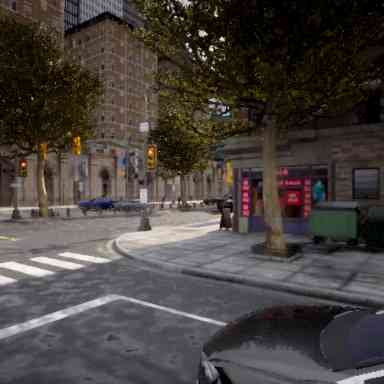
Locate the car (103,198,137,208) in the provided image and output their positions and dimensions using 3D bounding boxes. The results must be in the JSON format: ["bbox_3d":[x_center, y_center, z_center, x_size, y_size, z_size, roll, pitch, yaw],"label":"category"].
[{"bbox_3d":[-10.277,1.585,47.932,1.895,1.301,4.718,0,0,36],"label":"car"}]

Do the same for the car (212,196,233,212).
[{"bbox_3d":[4.724,1.477,37.549,1.882,1.535,5.008,0,0,36],"label":"car"}]

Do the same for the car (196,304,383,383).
[{"bbox_3d":[2.246,1.497,2.153,4.902,1.511,2.128,0,0,37],"label":"car"}]

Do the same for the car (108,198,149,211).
[{"bbox_3d":[-7.476,1.593,40.445,1.895,1.301,4.718,0,0,36],"label":"car"}]

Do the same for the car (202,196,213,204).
[{"bbox_3d":[4.007,1.539,62.251,2.033,1.411,5.357,0,0,36],"label":"car"}]

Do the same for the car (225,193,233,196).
[{"bbox_3d":[7.190,1.216,60.671,2.150,2.045,5.566,0,0,36],"label":"car"}]

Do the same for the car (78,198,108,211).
[{"bbox_3d":[-11.537,1.469,40.796,1.882,1.535,5.008,0,0,36],"label":"car"}]
